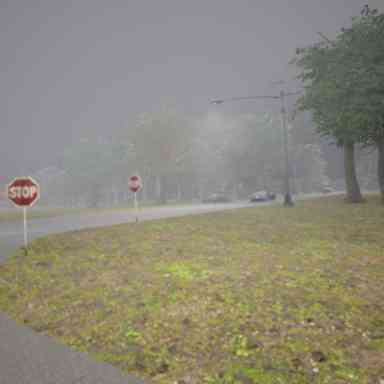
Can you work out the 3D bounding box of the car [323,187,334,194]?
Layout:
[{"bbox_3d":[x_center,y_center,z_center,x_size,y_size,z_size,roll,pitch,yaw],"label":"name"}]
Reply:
[{"bbox_3d":[34.418,-0.413,83.742,1.882,1.535,5.008,-4,-1,33],"label":"car"}]

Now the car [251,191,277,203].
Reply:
[{"bbox_3d":[8.627,0.525,39.811,1.994,1.385,4.181,-4,-1,34],"label":"car"}]

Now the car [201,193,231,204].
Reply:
[{"bbox_3d":[3.337,0.863,44.460,2.033,1.411,5.357,-4,-1,34],"label":"car"}]
